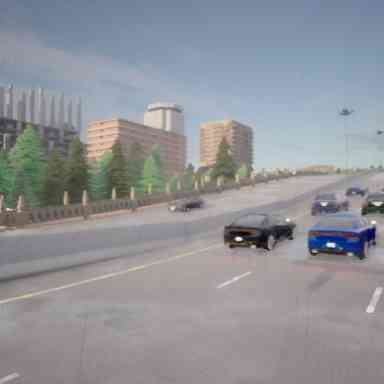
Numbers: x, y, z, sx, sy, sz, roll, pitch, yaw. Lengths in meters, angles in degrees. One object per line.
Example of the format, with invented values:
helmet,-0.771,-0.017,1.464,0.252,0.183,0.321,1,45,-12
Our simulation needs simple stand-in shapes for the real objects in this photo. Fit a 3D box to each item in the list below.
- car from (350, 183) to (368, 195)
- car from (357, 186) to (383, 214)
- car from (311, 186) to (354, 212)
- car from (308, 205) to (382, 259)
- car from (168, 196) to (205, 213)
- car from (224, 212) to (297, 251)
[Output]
car,18.414,-0.306,37.028,1.812,1.442,4.674,-1,5,36
car,13.949,0.718,24.519,2.097,1.767,4.553,-1,4,36
car,11.087,0.794,26.533,2.097,1.767,4.553,-1,4,36
car,6.195,1.589,13.426,1.882,1.535,5.008,-2,1,35
car,-0.505,1.254,34.548,2.128,1.511,4.902,-1,4,36
car,3.314,1.666,15.416,1.882,1.535,5.008,-2,1,35
